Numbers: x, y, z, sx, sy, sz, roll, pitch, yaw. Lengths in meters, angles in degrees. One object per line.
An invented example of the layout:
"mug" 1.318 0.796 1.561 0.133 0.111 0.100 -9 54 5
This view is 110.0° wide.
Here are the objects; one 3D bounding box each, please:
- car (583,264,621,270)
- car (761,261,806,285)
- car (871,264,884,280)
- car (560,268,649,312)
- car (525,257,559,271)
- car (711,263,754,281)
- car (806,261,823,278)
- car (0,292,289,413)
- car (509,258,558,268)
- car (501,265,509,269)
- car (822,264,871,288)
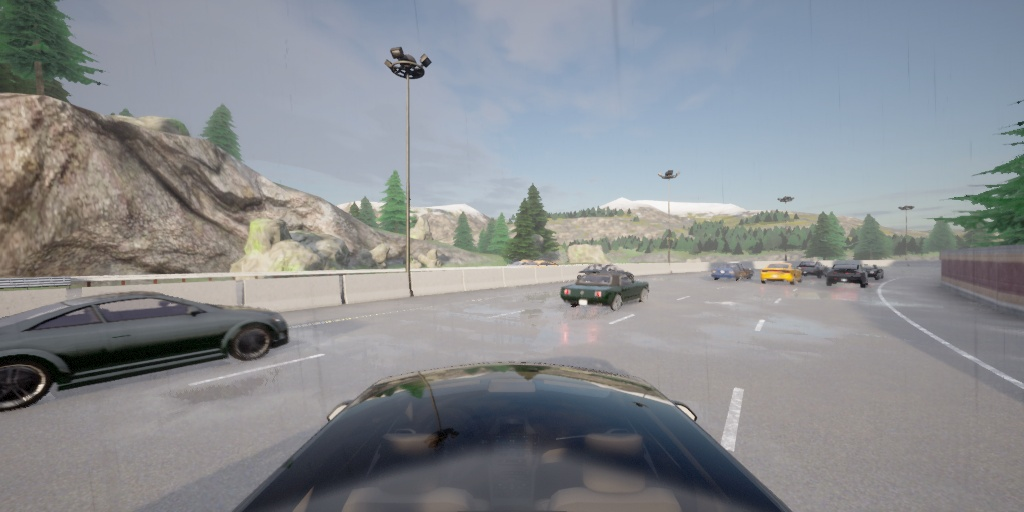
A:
"car" 5.779 1.242 21.958 2.128 1.511 4.902 0 0 41
"car" 19.807 1.228 26.298 5.008 1.535 1.882 0 0 -44
"car" 30.459 1.351 30.850 4.718 1.301 1.895 0 0 -39
"car" 3.914 1.351 14.436 1.895 1.301 4.718 0 0 39
"car" 4.213 1.101 50.200 4.553 1.767 2.097 0 0 -41
"car" 18.410 1.297 29.852 5.357 1.411 2.033 0 0 -42
"car" 27.764 1.242 33.153 4.902 1.511 2.128 0 0 -39
"car" -6.384 1.314 6.255 1.994 1.385 4.181 0 0 34
"car" 2.383 1.227 34.022 1.882 1.535 5.008 0 0 45
"car" 0.791 1.276 37.389 1.812 1.442 4.674 0 0 45
"car" 22.505 1.255 24.033 4.892 1.490 1.837 0 0 -43
